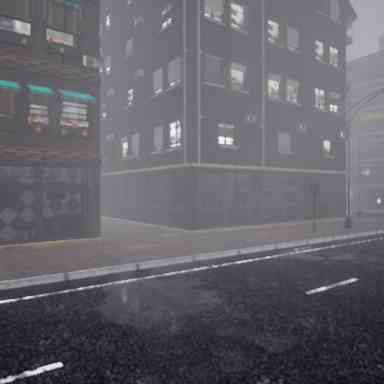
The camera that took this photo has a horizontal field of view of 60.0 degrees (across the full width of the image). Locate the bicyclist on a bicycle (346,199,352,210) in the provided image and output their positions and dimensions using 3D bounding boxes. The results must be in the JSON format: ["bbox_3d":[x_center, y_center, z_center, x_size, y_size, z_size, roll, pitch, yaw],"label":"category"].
[{"bbox_3d":[21.458,1.584,45.383,1.656,1.620,0.582,-1,0,-36],"label":"bicyclist on a bicycle"}]
